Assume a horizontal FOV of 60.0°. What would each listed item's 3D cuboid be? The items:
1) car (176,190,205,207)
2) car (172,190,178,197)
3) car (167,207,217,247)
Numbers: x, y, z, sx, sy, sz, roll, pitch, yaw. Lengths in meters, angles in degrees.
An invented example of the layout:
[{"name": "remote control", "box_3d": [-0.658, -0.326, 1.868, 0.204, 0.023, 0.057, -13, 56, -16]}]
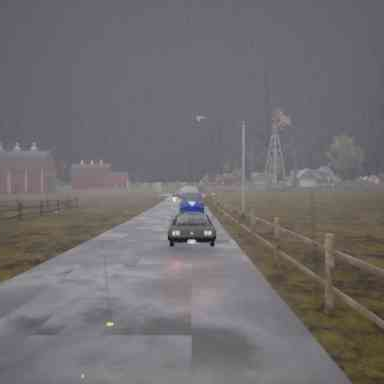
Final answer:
[{"name": "car", "box_3d": [0.000, 1.024, 29.666, 2.150, 2.045, 5.566, 0, 1, 0]}, {"name": "car", "box_3d": [-2.750, 0.373, 65.618, 1.994, 1.385, 4.181, 0, 2, 0]}, {"name": "car", "box_3d": [0.000, 1.554, 14.677, 1.895, 1.301, 4.718, 0, 0, 0]}]
